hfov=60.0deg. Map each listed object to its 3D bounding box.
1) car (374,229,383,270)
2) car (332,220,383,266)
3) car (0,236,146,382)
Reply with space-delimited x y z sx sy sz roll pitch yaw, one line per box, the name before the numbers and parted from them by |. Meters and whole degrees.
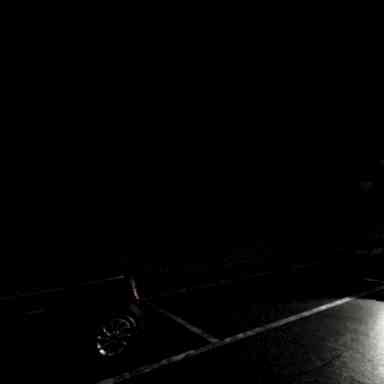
car | 6.228 1.565 7.509 4.181 1.385 1.994 0 0 -36
car | 6.225 1.583 10.629 4.206 1.307 1.802 0 0 -36
car | -2.747 1.440 4.228 4.097 1.590 1.967 0 0 -36
